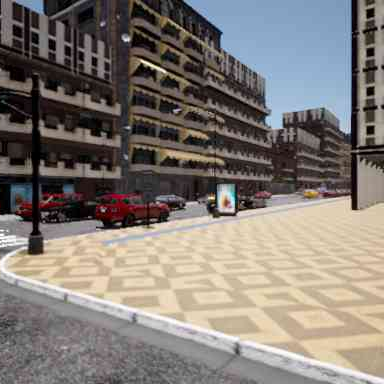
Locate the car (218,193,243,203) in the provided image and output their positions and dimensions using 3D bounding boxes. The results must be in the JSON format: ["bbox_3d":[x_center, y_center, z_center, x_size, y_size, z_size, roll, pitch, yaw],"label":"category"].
[{"bbox_3d":[5.531,0.813,47.571,1.802,1.307,4.206,1,2,35],"label":"car"}]

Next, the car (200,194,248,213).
[{"bbox_3d":[2.890,1.106,29.187,1.947,1.339,4.313,1,2,35],"label":"car"}]

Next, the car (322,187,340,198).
[{"bbox_3d":[25.160,0.347,60.997,1.887,1.381,4.507,1,2,35],"label":"car"}]

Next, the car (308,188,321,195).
[{"bbox_3d":[30.977,-0.179,83.914,1.967,1.590,4.097,1,2,35],"label":"car"}]

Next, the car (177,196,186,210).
[{"bbox_3d":[-2.500,1.055,31.605,2.128,1.511,4.902,0,1,35],"label":"car"}]

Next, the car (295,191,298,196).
[{"bbox_3d":[24.614,0.036,74.827,1.967,1.590,4.097,1,2,35],"label":"car"}]

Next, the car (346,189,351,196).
[{"bbox_3d":[31.522,0.135,70.085,1.887,1.381,4.507,1,2,35],"label":"car"}]

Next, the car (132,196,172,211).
[{"bbox_3d":[-4.011,1.128,33.942,1.802,1.307,4.206,1,2,35],"label":"car"}]

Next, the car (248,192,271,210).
[{"bbox_3d":[6.072,1.002,33.732,1.947,1.339,4.313,1,2,35],"label":"car"}]

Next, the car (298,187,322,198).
[{"bbox_3d":[21.341,0.337,60.086,1.882,1.535,5.008,0,1,35],"label":"car"}]

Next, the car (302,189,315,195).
[{"bbox_3d":[27.795,0.033,79.374,1.887,1.381,4.507,1,2,35],"label":"car"}]

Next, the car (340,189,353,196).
[{"bbox_3d":[34.704,0.028,74.630,1.887,1.381,4.507,1,2,35],"label":"car"}]

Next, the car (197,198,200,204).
[{"bbox_3d":[2.351,0.887,43.028,2.008,1.369,4.403,1,2,35],"label":"car"}]

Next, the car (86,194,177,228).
[{"bbox_3d":[-3.471,1.062,20.093,2.192,1.841,5.009,1,2,35],"label":"car"}]

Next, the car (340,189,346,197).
[{"bbox_3d":[28.341,0.137,65.538,1.967,1.590,4.097,1,2,35],"label":"car"}]

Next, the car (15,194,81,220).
[{"bbox_3d":[-10.371,1.068,24.849,2.192,1.841,5.009,1,2,35],"label":"car"}]

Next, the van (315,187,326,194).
[{"bbox_3d":[34.157,-0.385,88.454,1.690,1.788,3.998,1,2,35],"label":"van"}]

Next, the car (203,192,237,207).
[{"bbox_3d":[3.453,0.846,40.091,1.882,1.535,5.008,0,1,35],"label":"car"}]

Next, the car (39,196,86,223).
[{"bbox_3d":[-8.274,1.277,23.359,1.812,1.442,4.674,0,1,35],"label":"car"}]
